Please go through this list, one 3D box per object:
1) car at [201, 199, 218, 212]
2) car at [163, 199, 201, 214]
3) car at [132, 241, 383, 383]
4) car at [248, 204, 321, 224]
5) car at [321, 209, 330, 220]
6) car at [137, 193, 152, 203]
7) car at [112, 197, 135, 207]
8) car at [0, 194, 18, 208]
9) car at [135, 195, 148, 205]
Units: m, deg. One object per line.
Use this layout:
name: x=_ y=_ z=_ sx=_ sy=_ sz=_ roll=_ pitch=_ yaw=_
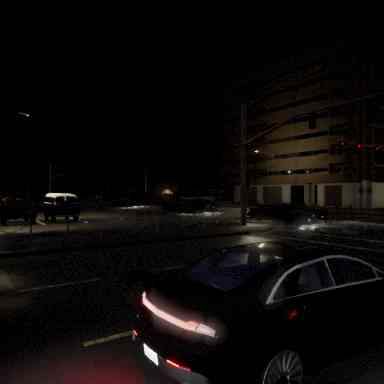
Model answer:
car: x=1.101 y=1.561 z=39.801 sx=1.837 sy=1.490 sz=4.892 roll=0 pitch=0 yaw=-34
car: x=-1.447 y=1.533 z=37.323 sx=1.882 sy=1.535 sz=5.008 roll=0 pitch=0 yaw=-34
car: x=1.573 y=1.492 z=4.865 sx=4.902 sy=1.511 sz=2.128 roll=0 pitch=0 yaw=-34
car: x=6.685 y=1.598 z=25.411 sx=2.033 sy=1.411 sz=5.357 roll=0 pitch=0 yaw=-34
car: x=9.076 y=1.654 z=28.116 sx=1.895 sy=1.301 sz=4.718 roll=0 pitch=0 yaw=-34
car: x=-10.459 y=1.277 z=69.482 sx=2.150 sy=2.045 sz=5.566 roll=0 pitch=0 yaw=-34
car: x=-10.898 y=1.581 z=51.215 sx=1.812 sy=1.442 sz=4.674 roll=0 pitch=0 yaw=-34
car: x=-31.448 y=1.209 z=56.535 sx=1.932 sy=1.855 sz=4.605 roll=0 pitch=0 yaw=-34
car: x=-9.697 y=1.620 z=55.686 sx=1.994 sy=1.385 sz=4.181 roll=0 pitch=0 yaw=-34
